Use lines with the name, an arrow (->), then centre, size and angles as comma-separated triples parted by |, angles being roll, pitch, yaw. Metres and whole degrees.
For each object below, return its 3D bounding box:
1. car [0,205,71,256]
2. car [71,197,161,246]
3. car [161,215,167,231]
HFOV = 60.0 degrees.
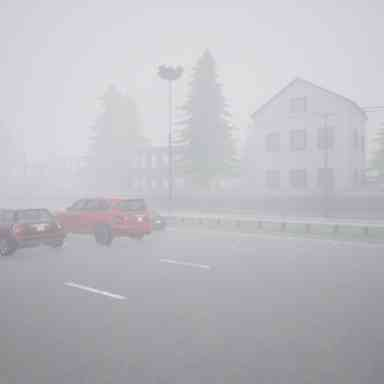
car -> -7.241, 1.362, 13.384 | 4.553, 1.767, 2.097 | 0, 0, 36
car -> -4.373, 1.233, 15.622 | 5.566, 2.045, 2.150 | 0, 0, 36
car -> -3.456, 1.576, 19.286 | 4.181, 1.385, 1.994 | 0, 0, 36
